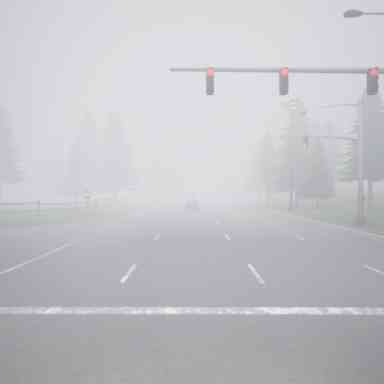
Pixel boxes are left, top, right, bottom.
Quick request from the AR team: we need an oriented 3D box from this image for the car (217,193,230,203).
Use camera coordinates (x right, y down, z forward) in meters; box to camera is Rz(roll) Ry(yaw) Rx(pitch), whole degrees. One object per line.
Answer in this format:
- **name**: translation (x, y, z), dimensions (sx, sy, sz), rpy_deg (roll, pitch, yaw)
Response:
- **car**: translation (7.045, 1.479, 70.933), dimensions (1.812, 1.442, 4.674), rpy_deg (0, 0, 0)

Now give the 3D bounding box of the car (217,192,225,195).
- **car**: translation (7.052, 1.014, 80.966), dimensions (2.150, 2.045, 5.566), rpy_deg (0, 0, 0)

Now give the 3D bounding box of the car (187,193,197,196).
- **car**: translation (0.045, 1.507, 70.938), dimensions (1.994, 1.385, 4.181), rpy_deg (0, 0, 0)

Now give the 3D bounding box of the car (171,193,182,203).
- **car**: translation (-3.455, 1.494, 70.523), dimensions (2.033, 1.411, 5.357), rpy_deg (0, 0, 0)

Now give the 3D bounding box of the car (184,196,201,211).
- **car**: translation (0.025, 1.504, 39.908), dimensions (1.812, 1.442, 4.674), rpy_deg (0, 0, 0)

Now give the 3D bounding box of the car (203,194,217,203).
- **car**: translation (3.545, 1.479, 70.519), dimensions (2.128, 1.511, 4.902), rpy_deg (0, 0, 0)

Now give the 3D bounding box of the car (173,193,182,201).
- **car**: translation (-3.449, 1.145, 80.913), dimensions (2.097, 1.767, 4.553), rpy_deg (0, 0, 0)

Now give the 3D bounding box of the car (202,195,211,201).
- **car**: translation (3.552, 1.384, 80.969), dimensions (1.895, 1.301, 4.718), rpy_deg (0, 0, 0)
